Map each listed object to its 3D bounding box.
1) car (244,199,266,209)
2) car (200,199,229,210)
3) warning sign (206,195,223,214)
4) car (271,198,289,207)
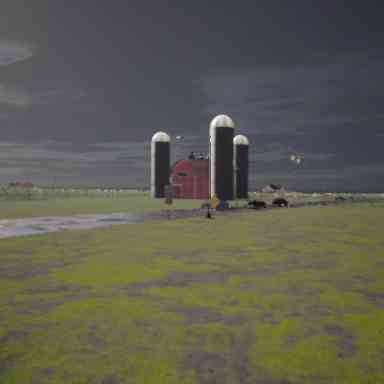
[{"bbox_3d":[9.565,1.741,50.147,2.128,1.511,4.902,1,0,36],"label":"car"},{"bbox_3d":[3.279,1.730,47.607,2.033,1.411,5.357,1,0,36],"label":"car"},{"bbox_3d":[2.284,1.305,33.976,1.300,1.860,1.060,1,1,36],"label":"warning sign"},{"bbox_3d":[15.593,1.818,58.614,1.837,1.490,4.892,1,0,36],"label":"car"}]
